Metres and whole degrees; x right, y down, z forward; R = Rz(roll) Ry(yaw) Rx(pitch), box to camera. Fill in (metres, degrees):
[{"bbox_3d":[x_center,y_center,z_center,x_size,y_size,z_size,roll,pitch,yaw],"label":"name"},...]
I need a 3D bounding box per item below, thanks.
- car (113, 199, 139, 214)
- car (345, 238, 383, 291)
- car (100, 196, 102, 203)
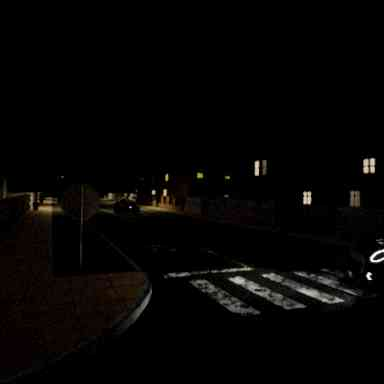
[{"bbox_3d":[-6.646,1.404,33.491,1.994,1.385,4.181,1,0,-23],"label":"car"},{"bbox_3d":[6.067,1.444,7.616,4.553,1.767,2.097,1,-1,12],"label":"car"},{"bbox_3d":[-16.769,1.160,57.473,1.837,1.490,4.892,1,-1,-23],"label":"car"}]
